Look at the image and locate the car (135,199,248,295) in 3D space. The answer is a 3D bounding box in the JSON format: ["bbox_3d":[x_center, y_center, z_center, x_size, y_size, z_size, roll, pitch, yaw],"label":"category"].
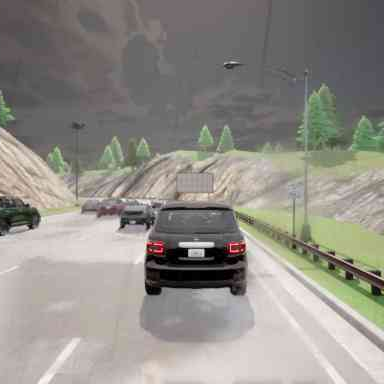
[{"bbox_3d":[0.089,1.221,8.846,2.150,2.045,5.566,0,0,0],"label":"car"}]

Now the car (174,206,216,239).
[{"bbox_3d":[0.117,1.559,18.068,1.994,1.385,4.181,0,0,-1],"label":"car"}]

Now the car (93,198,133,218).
[{"bbox_3d":[-7.039,1.356,30.089,2.097,1.767,4.553,0,0,0],"label":"car"}]

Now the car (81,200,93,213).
[{"bbox_3d":[-10.929,1.564,37.109,1.994,1.385,4.181,0,0,-4],"label":"car"}]

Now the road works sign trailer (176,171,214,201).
[{"bbox_3d":[0.190,0.464,21.565,2.380,3.560,2.880,0,0,0],"label":"road works sign trailer"}]

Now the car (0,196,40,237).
[{"bbox_3d":[-10.421,1.222,18.111,2.150,2.045,5.566,0,0,0],"label":"car"}]

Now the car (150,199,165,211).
[{"bbox_3d":[-4.416,1.600,42.626,1.895,1.301,4.718,0,0,-6],"label":"car"}]

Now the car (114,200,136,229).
[{"bbox_3d":[-3.426,1.504,21.657,1.837,1.490,4.892,0,0,0],"label":"car"}]
